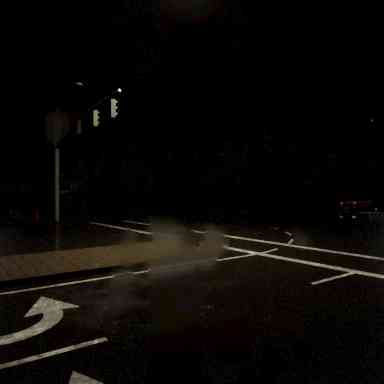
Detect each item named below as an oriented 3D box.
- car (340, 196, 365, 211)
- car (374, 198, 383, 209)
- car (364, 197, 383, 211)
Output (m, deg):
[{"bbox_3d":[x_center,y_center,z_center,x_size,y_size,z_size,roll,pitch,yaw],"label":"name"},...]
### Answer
[{"bbox_3d":[20.442,1.352,41.424,4.553,1.767,2.097,0,0,-36],"label":"car"},{"bbox_3d":[27.458,1.564,46.452,4.181,1.385,1.994,0,0,-36],"label":"car"},{"bbox_3d":[22.854,1.547,38.891,5.357,1.411,2.033,0,0,-35],"label":"car"}]
